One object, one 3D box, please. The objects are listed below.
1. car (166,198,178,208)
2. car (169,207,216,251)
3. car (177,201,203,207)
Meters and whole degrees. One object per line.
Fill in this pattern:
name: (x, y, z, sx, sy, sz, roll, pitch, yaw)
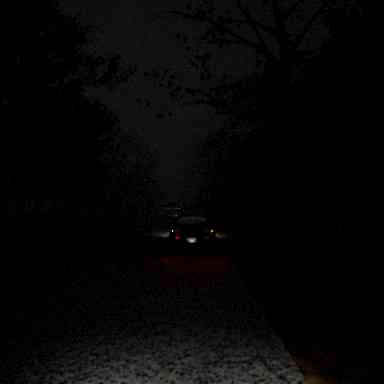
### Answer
car: (-3.045, 1.746, 53.070, 1.882, 1.535, 5.008, 0, -1, 0)
car: (0.052, 1.565, 14.239, 1.812, 1.442, 4.674, 0, 0, 1)
car: (-0.004, 1.645, 29.599, 1.994, 1.385, 4.181, 0, 0, 0)
